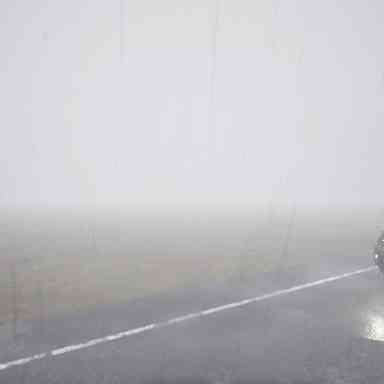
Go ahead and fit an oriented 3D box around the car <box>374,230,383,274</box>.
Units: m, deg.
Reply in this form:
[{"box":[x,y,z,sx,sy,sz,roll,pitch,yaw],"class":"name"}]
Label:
[{"box":[7.293,1.218,9.184,5.566,2.045,2.150,0,0,-35],"class":"car"}]
